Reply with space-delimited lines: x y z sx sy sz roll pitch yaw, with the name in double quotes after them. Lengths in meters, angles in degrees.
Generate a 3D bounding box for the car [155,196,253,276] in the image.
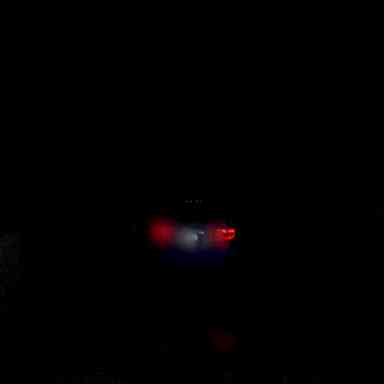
0.603 1.132 10.323 2.150 2.045 5.566 0 0 13 "car"
